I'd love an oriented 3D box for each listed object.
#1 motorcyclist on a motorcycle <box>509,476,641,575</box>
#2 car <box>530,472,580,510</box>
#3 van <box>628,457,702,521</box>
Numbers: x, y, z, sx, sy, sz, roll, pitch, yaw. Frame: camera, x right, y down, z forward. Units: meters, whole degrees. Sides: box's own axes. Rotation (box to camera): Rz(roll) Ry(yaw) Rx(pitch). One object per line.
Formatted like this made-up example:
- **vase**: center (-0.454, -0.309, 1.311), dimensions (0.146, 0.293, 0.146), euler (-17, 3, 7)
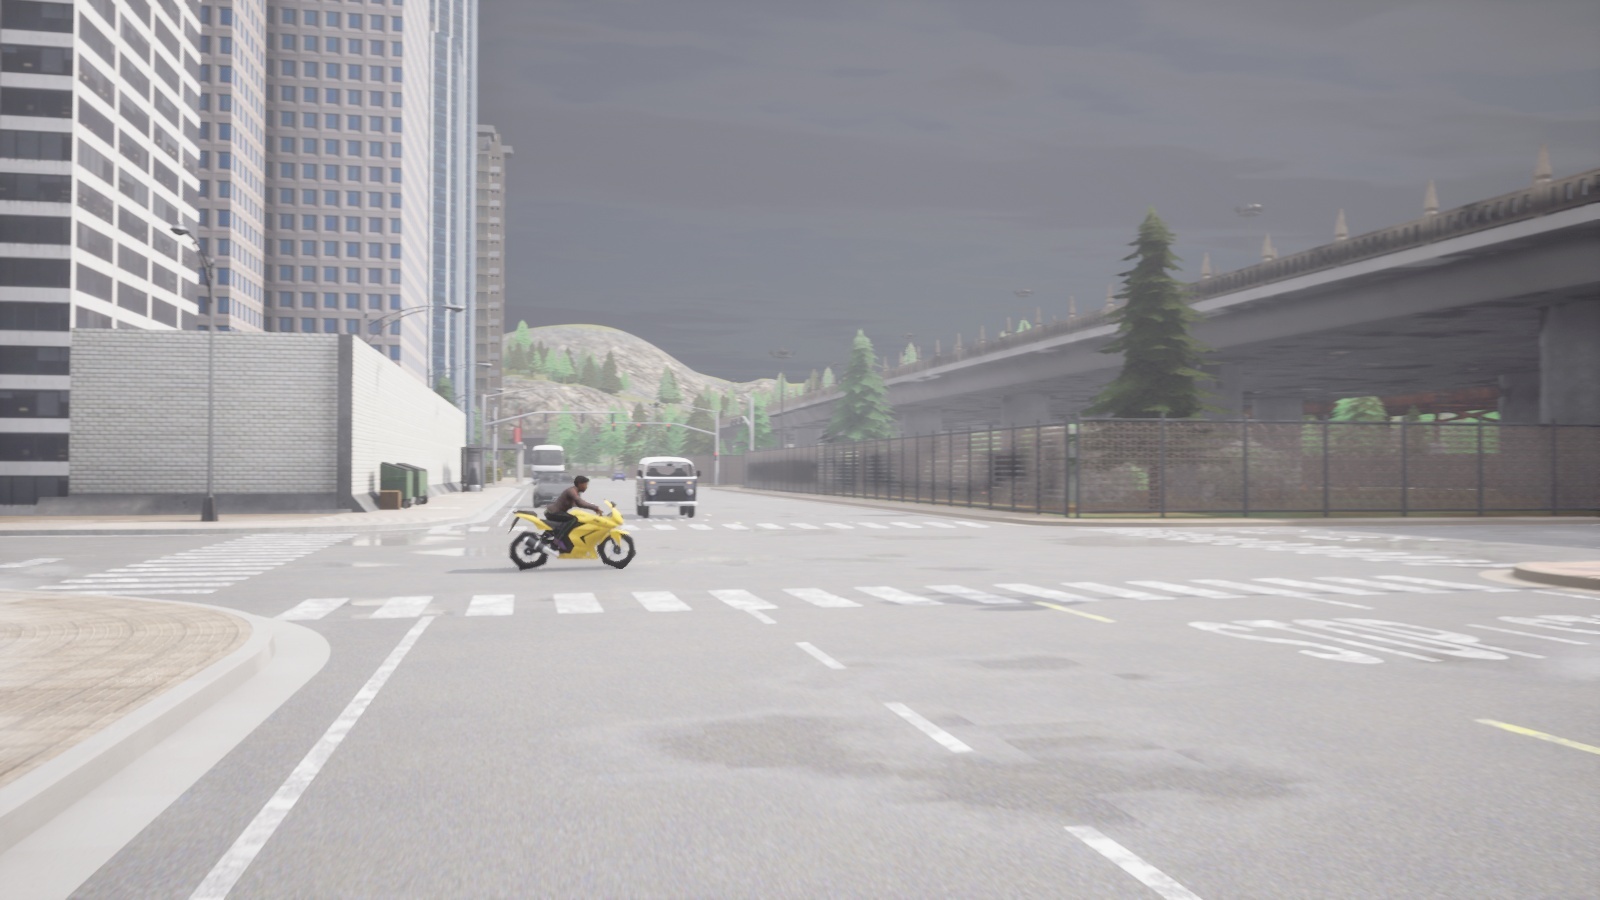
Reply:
- **motorcyclist on a motorcycle**: center (-3.624, 1.198, 20.230), dimensions (2.044, 1.523, 0.797), euler (0, -1, -12)
- **car**: center (-10.402, 1.714, 53.172), dimensions (2.007, 1.525, 4.514), euler (0, -1, -12)
- **van**: center (-4.631, 1.279, 42.533), dimensions (2.069, 2.038, 4.480), euler (0, -1, -12)
